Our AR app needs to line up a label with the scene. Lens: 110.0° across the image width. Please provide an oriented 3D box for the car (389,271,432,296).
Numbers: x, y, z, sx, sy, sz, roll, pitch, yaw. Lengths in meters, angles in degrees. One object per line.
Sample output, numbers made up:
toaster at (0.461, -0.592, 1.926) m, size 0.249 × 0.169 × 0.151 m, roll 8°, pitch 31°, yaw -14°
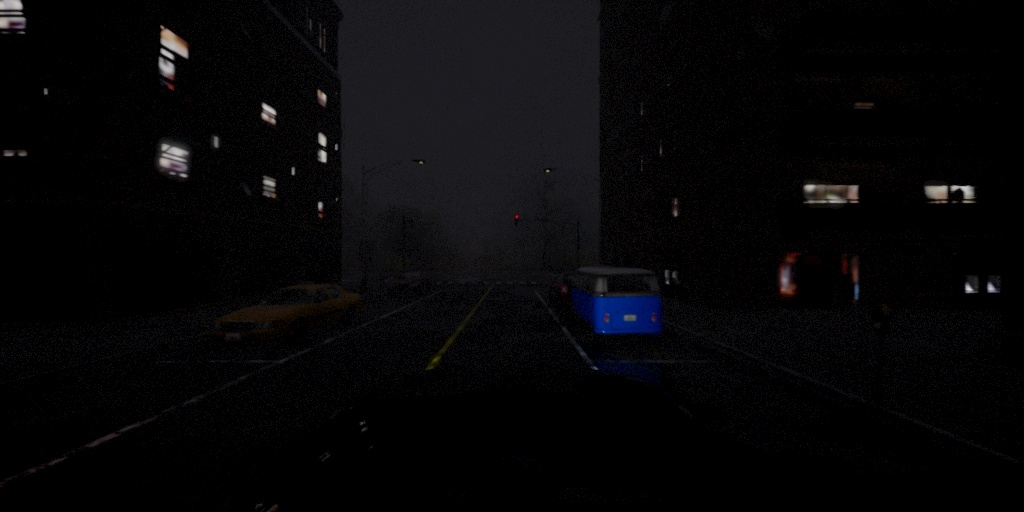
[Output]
car at (-5.796, 1.550, 20.939) m, size 1.802 × 1.307 × 4.207 m, roll 0°, pitch 0°, yaw 0°

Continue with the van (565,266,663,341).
van at (2.686, 1.185, 9.950) m, size 1.690 × 1.789 × 3.998 m, roll 0°, pitch 0°, yaw 0°

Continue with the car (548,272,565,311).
car at (2.683, 1.347, 15.474) m, size 1.967 × 1.591 × 4.097 m, roll 0°, pitch 0°, yaw 0°

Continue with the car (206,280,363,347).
car at (-5.694, 1.369, 9.728) m, size 1.751 × 1.417 × 4.829 m, roll 0°, pitch 0°, yaw 0°
